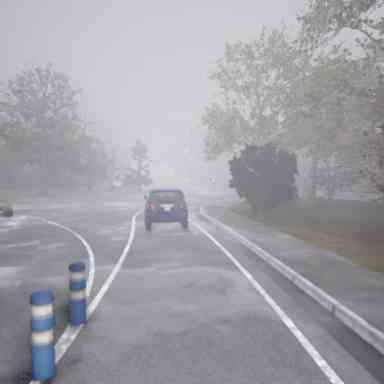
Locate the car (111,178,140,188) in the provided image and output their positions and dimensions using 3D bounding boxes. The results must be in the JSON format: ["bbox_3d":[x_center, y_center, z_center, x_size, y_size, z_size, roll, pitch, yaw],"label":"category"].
[{"bbox_3d":[-12.882,-1.728,64.483,5.566,2.045,2.150,0,3,6],"label":"car"}]

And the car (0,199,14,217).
[{"bbox_3d":[-13.530,0.914,21.709,4.674,1.442,1.812,2,4,35],"label":"car"}]

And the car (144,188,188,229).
[{"bbox_3d":[-1.476,0.763,18.441,2.150,2.045,5.566,0,3,-7],"label":"car"}]
